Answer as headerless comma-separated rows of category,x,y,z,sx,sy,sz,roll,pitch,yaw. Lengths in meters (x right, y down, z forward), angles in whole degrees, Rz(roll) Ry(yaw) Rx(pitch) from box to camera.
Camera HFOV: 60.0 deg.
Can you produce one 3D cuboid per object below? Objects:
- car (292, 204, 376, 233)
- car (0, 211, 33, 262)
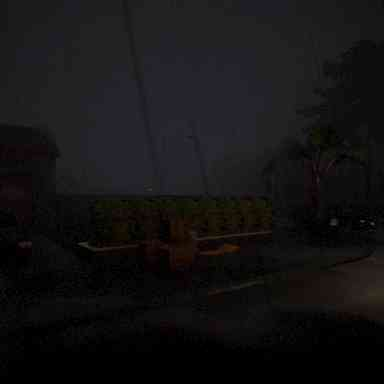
car,8.413,1.505,20.114,1.837,1.490,4.892,0,0,-38
car,-6.477,1.356,10.777,2.033,1.415,5.357,0,0,-33
